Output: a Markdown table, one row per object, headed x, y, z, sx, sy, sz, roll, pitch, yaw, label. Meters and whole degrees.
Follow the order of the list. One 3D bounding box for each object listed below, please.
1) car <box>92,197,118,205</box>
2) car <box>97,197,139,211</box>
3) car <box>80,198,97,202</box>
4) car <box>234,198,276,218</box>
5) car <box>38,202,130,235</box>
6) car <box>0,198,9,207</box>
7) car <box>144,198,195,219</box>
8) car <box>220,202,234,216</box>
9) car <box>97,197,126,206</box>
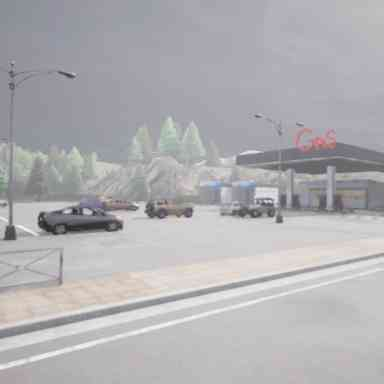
| x | y | z | sx | sy | sz | roll | pitch | yaw | label |
| --- | --- | --- | --- | --- | --- | --- | --- | --- | --- |
| -17.024 | 1.753 | 65.242 | 4.514 | 1.523 | 2.007 | 1 | 0 | -36 | car |
| -8.687 | 1.641 | 40.483 | 4.514 | 1.523 | 2.007 | 1 | 0 | -36 | car |
| -14.480 | 1.663 | 48.626 | 3.633 | 1.501 | 1.845 | 1 | 0 | -36 | car |
| 6.308 | 1.487 | 31.866 | 3.866 | 1.878 | 1.905 | 1 | 0 | -36 | car |
| -6.088 | 1.542 | 18.472 | 4.514 | 1.523 | 2.007 | 1 | 0 | -36 | car |
| -30.402 | 1.625 | 51.960 | 3.806 | 1.475 | 1.970 | 1 | 0 | -36 | car |
| -2.001 | 1.434 | 29.949 | 4.605 | 1.855 | 1.932 | 1 | 0 | -36 | car |
| 4.863 | 1.777 | 34.922 | 3.806 | 1.475 | 1.970 | 1 | 0 | -36 | car |
| -15.152 | 1.745 | 62.724 | 5.027 | 1.636 | 2.152 | 1 | 0 | -36 | car |
